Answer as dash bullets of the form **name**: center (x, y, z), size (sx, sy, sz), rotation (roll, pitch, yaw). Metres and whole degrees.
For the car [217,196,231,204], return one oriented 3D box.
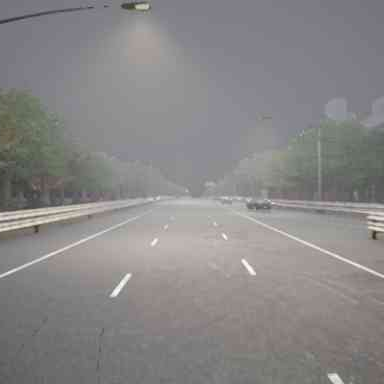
- **car**: center (6.977, 1.861, 69.351), size (1.895, 1.301, 4.718), rotation (0, 0, 0)

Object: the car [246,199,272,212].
- **car**: center (8.312, 1.644, 41.676), size (1.882, 1.535, 5.008), rotation (0, 0, -8)

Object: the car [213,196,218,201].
- **car**: center (7.024, 1.916, 94.226), size (1.812, 1.442, 4.674), rotation (0, -1, 0)
